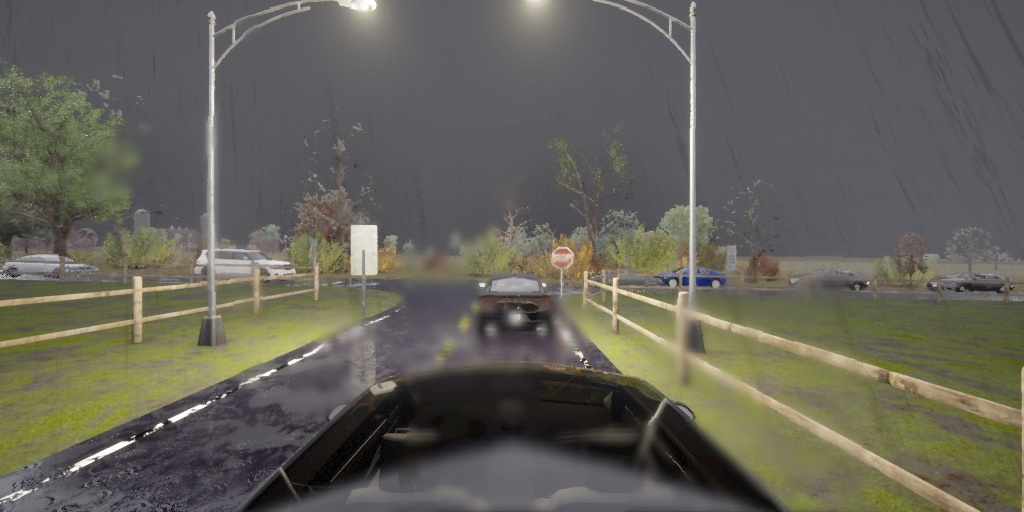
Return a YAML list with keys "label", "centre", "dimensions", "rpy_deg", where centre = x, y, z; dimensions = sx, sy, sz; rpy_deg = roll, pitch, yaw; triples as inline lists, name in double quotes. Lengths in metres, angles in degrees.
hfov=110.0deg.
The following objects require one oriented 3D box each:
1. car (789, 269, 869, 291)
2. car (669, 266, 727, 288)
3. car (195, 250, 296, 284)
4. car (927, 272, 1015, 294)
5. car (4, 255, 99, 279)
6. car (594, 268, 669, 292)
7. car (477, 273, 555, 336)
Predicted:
- label: "car"
  centre: [23.038, 1.740, 26.134]
  dimensions: [4.902, 1.511, 2.128]
  rpy_deg: [1, 1, 0]
- label: "car"
  centre: [12.891, 1.510, 26.101]
  dimensions: [5.008, 1.535, 1.882]
  rpy_deg: [1, 1, -1]
- label: "car"
  centre: [-17.165, 0.643, 23.184]
  dimensions: [5.566, 2.045, 2.150]
  rpy_deg: [1, 1, 0]
- label: "car"
  centre: [33.308, 1.958, 26.128]
  dimensions: [4.902, 1.511, 2.128]
  rpy_deg: [1, 1, 0]
- label: "car"
  centre: [-29.726, 0.675, 23.184]
  dimensions: [4.674, 1.442, 1.812]
  rpy_deg: [1, 1, 0]
- label: "car"
  centre: [7.466, 1.508, 23.195]
  dimensions: [4.181, 1.385, 1.994]
  rpy_deg: [2, 1, 0]
- label: "car"
  centre: [0.062, 1.226, 10.470]
  dimensions: [1.882, 1.535, 5.008]
  rpy_deg: [0, 0, -1]
